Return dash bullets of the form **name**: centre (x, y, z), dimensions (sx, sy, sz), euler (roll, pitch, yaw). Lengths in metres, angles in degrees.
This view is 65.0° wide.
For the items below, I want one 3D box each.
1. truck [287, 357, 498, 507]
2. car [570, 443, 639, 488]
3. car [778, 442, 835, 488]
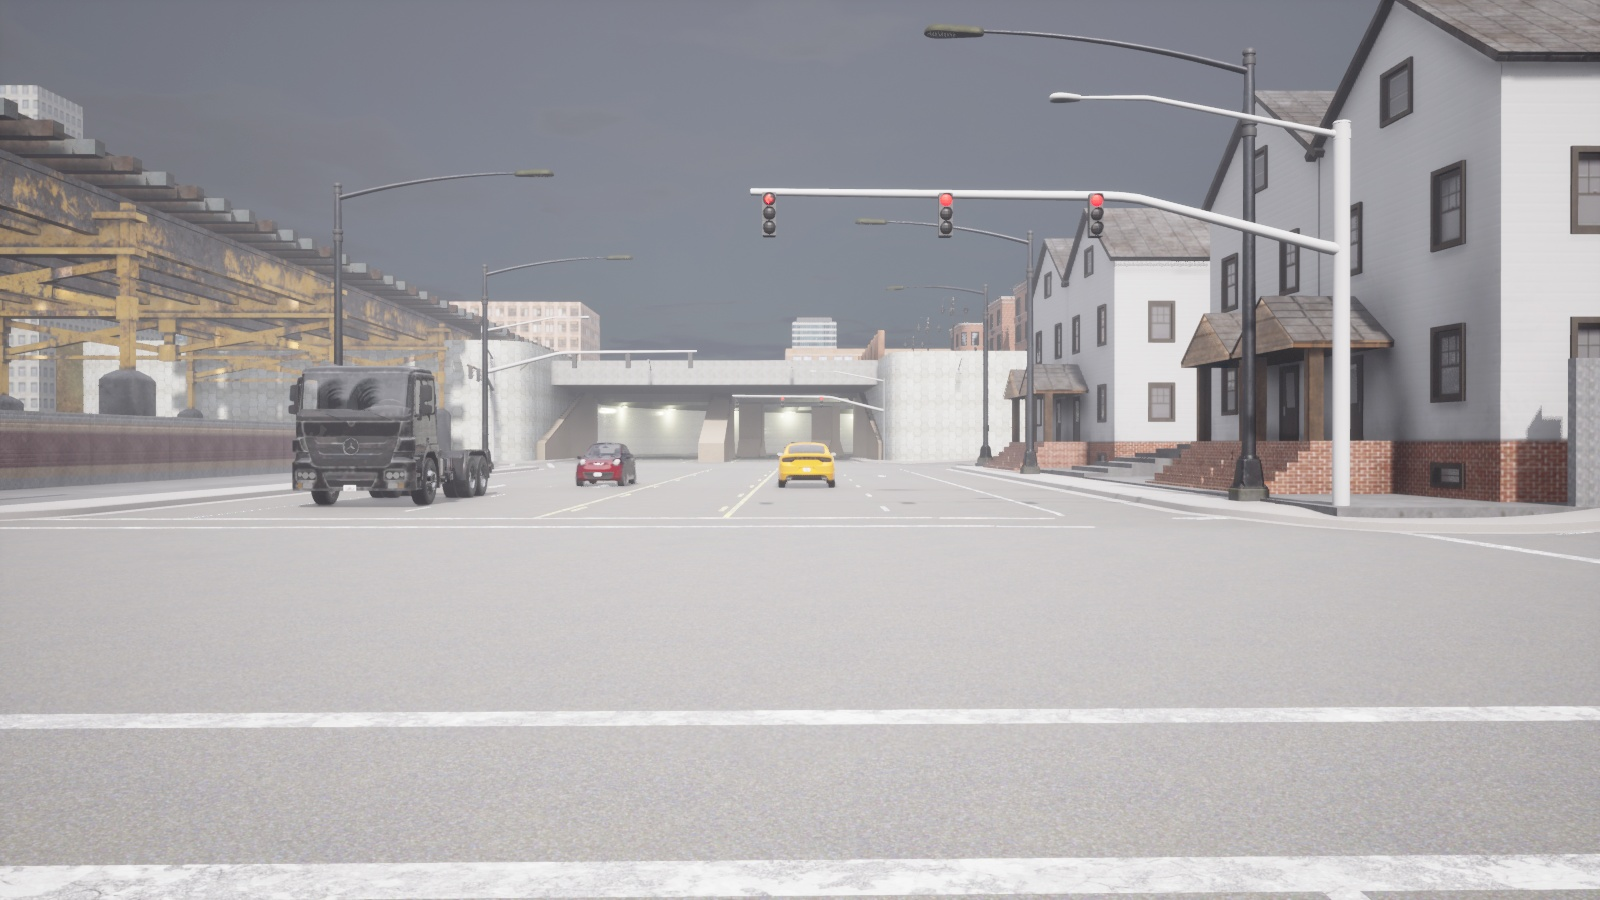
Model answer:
- **truck**: centre (-10.319, -0.428, 32.821), dimensions (2.891, 3.462, 7.936), euler (0, 0, 0)
- **car**: centre (-6.765, 0.508, 43.762), dimensions (1.845, 1.501, 3.633), euler (0, 0, 0)
- **car**: centre (0.236, 0.476, 43.937), dimensions (1.882, 1.535, 5.008), euler (0, 0, 0)
